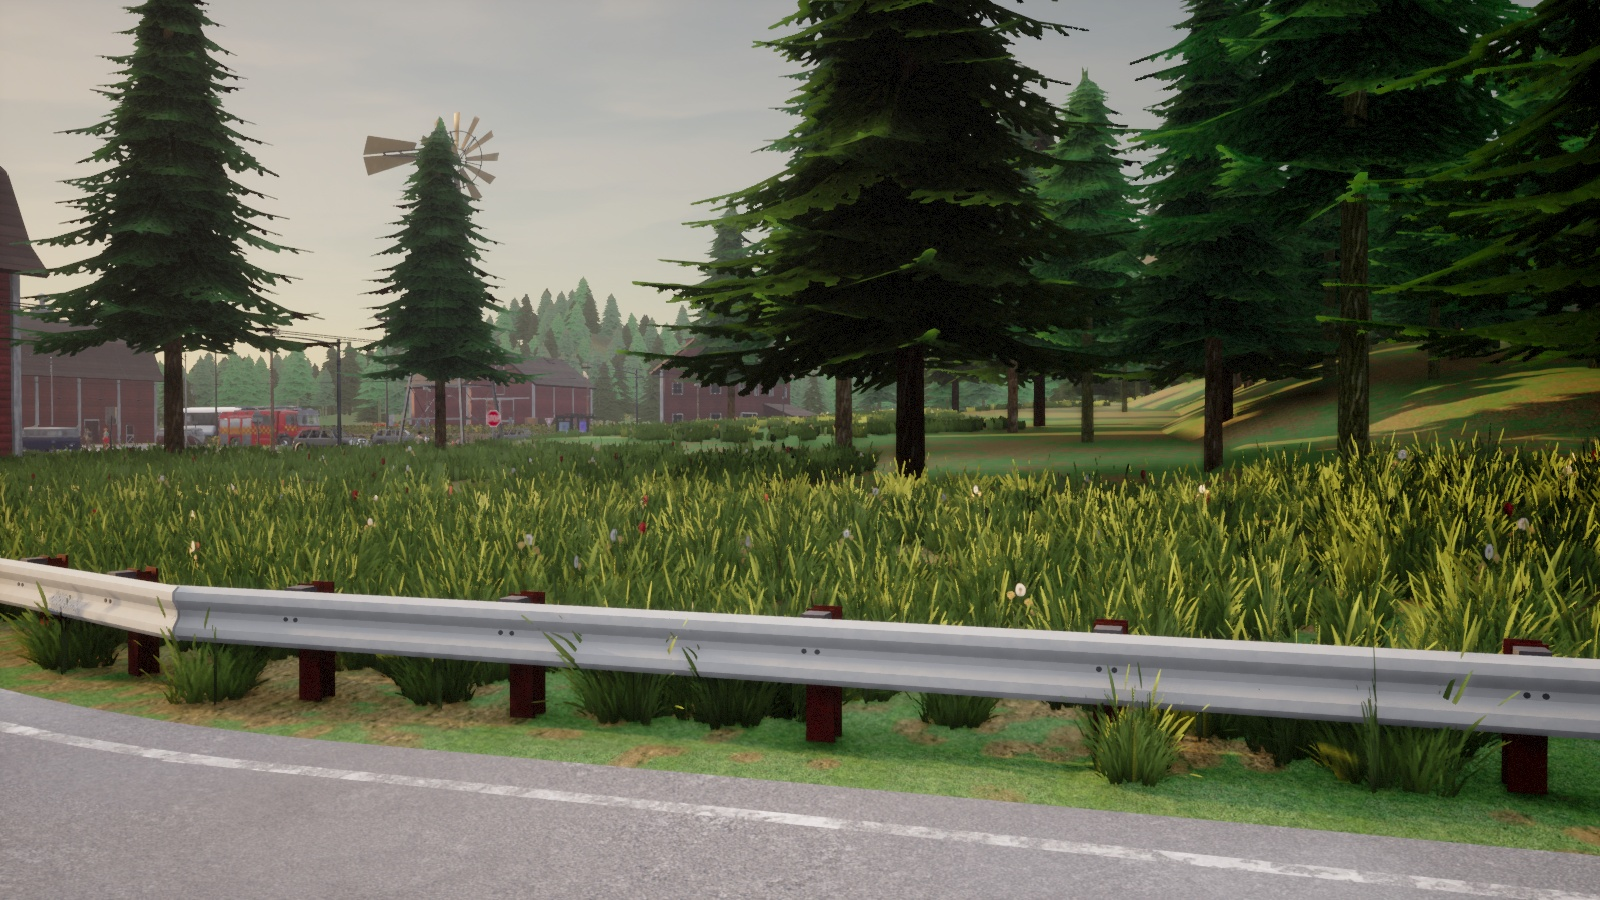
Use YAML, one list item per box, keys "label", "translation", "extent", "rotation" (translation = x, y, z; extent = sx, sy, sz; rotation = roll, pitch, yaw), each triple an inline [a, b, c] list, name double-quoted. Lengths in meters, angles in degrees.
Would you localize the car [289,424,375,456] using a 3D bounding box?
- label: "car"
  translation: [-27.649, -0.622, 74.244]
  extent: [4.605, 1.855, 1.932]
  rotation: [1, 1, 19]
